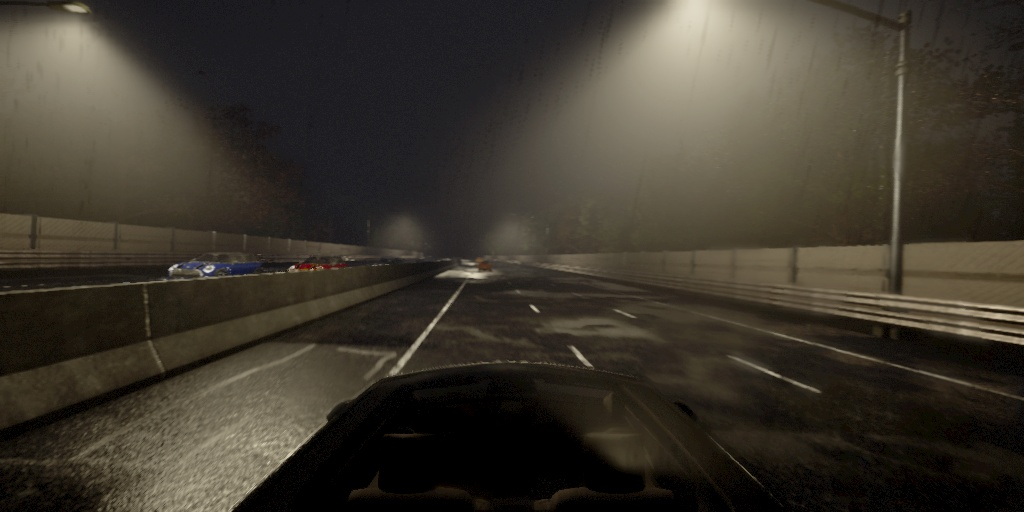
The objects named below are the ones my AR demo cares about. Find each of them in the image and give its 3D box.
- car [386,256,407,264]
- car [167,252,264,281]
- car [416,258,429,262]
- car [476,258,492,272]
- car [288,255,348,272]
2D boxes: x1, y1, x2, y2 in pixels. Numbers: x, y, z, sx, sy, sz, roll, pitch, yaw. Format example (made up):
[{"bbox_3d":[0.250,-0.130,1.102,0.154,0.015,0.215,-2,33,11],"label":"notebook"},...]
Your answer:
[{"bbox_3d":[-18.892,0.863,60.082,2.128,1.511,4.902,3,0,-5],"label":"car"},{"bbox_3d":[-15.254,0.575,18.775,2.097,1.767,4.553,2,0,-4],"label":"car"},{"bbox_3d":[-15.671,1.067,63.143,2.033,1.411,5.357,3,0,-6],"label":"car"},{"bbox_3d":[-3.839,1.432,50.566,1.882,1.535,5.008,3,-1,-5],"label":"car"},{"bbox_3d":[-12.044,0.741,22.579,2.097,1.767,4.553,2,0,-4],"label":"car"}]
